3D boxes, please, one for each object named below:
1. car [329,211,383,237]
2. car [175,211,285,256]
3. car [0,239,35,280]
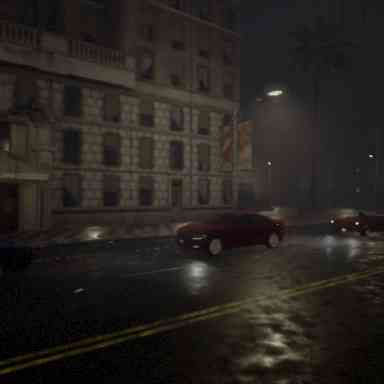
[{"bbox_3d":[10.142,1.771,19.518,4.718,1.301,1.895,1,0,-35],"label":"car"},{"bbox_3d":[1.676,1.562,13.684,5.008,1.535,1.882,1,0,-34],"label":"car"},{"bbox_3d":[-6.492,1.601,7.948,4.718,1.301,1.895,1,0,-35],"label":"car"}]
